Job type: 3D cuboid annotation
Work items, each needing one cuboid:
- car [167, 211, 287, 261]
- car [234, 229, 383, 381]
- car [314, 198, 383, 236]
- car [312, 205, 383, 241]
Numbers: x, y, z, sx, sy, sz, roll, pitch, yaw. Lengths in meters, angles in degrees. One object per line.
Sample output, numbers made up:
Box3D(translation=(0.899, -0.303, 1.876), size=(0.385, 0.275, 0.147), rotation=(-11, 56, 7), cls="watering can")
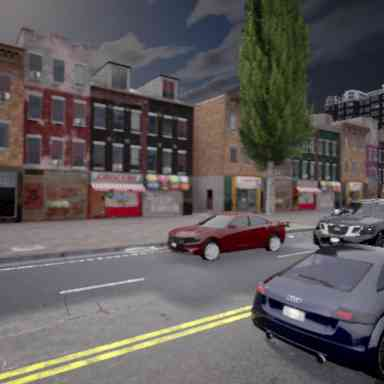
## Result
Box3D(translation=(1.435, 1.513, 12.571), size=(5.008, 1.535, 1.882), rotation=(1, 0, -35), cls="car")
Box3D(translation=(2.979, 1.585, 5.561), size=(4.181, 1.385, 1.994), rotation=(0, 0, -35), cls="car")
Box3D(translation=(7.022, 1.277, 12.674), size=(5.566, 2.045, 2.150), rotation=(1, 0, -35), cls="car")
Box3D(translation=(8.830, 1.556, 17.942), size=(5.008, 1.535, 1.882), rotation=(0, 0, -35), cls="car")
